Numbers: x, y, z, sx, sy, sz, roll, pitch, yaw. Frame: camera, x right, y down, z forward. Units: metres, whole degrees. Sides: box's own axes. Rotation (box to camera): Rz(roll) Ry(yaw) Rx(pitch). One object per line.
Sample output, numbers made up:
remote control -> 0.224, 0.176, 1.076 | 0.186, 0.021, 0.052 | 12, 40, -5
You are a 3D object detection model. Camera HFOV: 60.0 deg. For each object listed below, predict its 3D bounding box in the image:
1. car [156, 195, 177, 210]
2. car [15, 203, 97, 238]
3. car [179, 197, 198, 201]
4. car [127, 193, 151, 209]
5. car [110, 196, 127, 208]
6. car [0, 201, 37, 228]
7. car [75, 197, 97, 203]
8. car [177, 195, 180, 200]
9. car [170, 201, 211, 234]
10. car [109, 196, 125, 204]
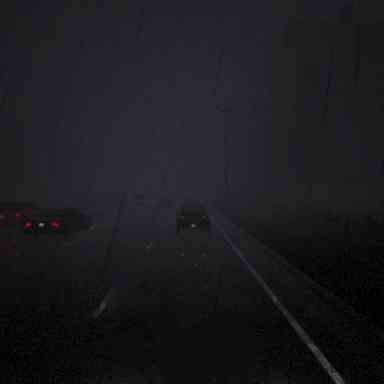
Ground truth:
car -> -3.499, 1.346, 43.730 | 2.097, 1.767, 4.553 | 0, 0, 0
car -> -6.934, 1.549, 17.790 | 2.033, 1.411, 5.357 | 0, 0, 0
car -> -0.012, 1.486, 37.389 | 2.128, 1.511, 4.902 | 0, 0, 0
car -> -7.006, 1.217, 46.058 | 2.150, 2.045, 5.566 | 0, 0, 0
car -> -10.513, 1.503, 48.699 | 1.837, 1.490, 4.892 | 0, 0, 0
car -> -10.442, 1.356, 20.430 | 2.097, 1.767, 4.553 | 0, 0, 0
car -> -14.001, 1.504, 44.101 | 1.837, 1.490, 4.892 | 0, -1, 0
car -> -3.695, 1.465, 82.024 | 1.882, 1.535, 5.008 | 0, 0, 0
car -> 0.062, 1.488, 19.136 | 2.128, 1.511, 4.902 | 0, 0, 0
car -> -14.148, 1.502, 62.894 | 1.837, 1.490, 4.892 | 0, 0, 0
